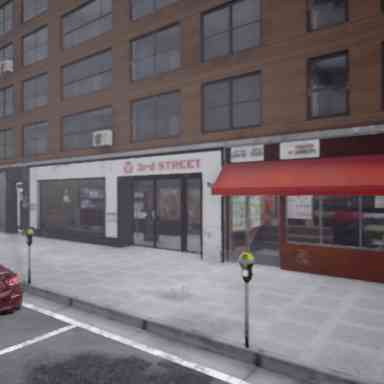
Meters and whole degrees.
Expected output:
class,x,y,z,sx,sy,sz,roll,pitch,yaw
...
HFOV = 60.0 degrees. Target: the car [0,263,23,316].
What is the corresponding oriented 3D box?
class,x,y,z,sx,sy,sz,roll,pitch,yaw
car,-4.802,1.616,6.233,4.206,1.307,1.802,0,0,35
